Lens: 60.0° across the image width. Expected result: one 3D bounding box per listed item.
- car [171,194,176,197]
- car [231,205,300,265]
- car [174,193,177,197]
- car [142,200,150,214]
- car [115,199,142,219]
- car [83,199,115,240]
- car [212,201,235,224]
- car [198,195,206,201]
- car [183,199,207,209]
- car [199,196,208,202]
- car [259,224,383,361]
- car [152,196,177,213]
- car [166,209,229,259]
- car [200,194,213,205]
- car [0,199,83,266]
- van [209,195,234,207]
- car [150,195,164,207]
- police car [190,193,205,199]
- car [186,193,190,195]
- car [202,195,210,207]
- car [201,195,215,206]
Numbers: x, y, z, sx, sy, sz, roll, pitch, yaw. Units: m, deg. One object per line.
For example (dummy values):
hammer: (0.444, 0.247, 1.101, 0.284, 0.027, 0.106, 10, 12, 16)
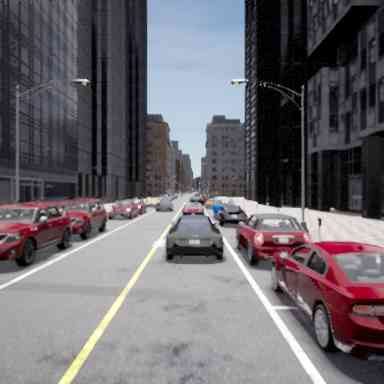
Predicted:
car: (-5.825, 1.679, 84.983, 1.802, 1.307, 4.206, 0, 0, 0)
car: (2.673, 1.439, 11.649, 1.967, 1.590, 4.097, 0, 0, 0)
car: (-5.823, 1.539, 90.625, 1.967, 1.590, 4.097, 0, 0, 0)
car: (-5.845, 1.453, 34.223, 1.967, 1.590, 4.097, 0, 0, 0)
car: (-5.847, 1.446, 28.585, 1.967, 1.590, 4.097, 0, 0, 0)
car: (-5.851, 1.314, 17.305, 2.192, 1.841, 5.009, 0, 0, 0)
car: (2.676, 1.566, 22.927, 1.947, 1.339, 4.313, 0, 0, 0)
car: (2.703, 1.538, 90.596, 1.967, 1.590, 4.097, 0, 0, 0)
car: (0.105, 1.608, 30.222, 1.895, 1.301, 4.718, 0, 0, 0)
car: (2.699, 1.644, 79.318, 2.008, 1.369, 4.403, 0, 0, 0)
car: (2.670, 1.544, 6.010, 1.887, 1.381, 4.507, 0, 0, 0)
car: (-3.081, 1.544, 38.135, 1.812, 1.442, 4.674, 0, 0, 0)
car: (0.090, 1.564, 12.618, 1.994, 1.385, 4.181, 0, 0, 0)
car: (2.691, 1.387, 62.399, 2.192, 1.841, 5.009, 0, 0, 0)
car: (-5.853, 1.314, 11.666, 2.192, 1.841, 5.009, 0, 0, 0)
van: (2.677, 1.346, 28.566, 1.690, 1.788, 3.998, 0, 0, 0)
car: (-5.846, 1.573, 50.939, 1.752, 1.417, 4.829, 0, 0, 1)
police car: (0.780, 1.482, 56.350, 1.930, 1.638, 5.238, -1, 0, 1)
car: (0.566, 1.557, 66.131, 1.882, 1.535, 5.008, 0, 0, -8)
car: (2.685, 1.561, 45.690, 1.752, 1.417, 4.829, 0, 0, 1)
car: (2.689, 1.376, 56.759, 2.192, 1.841, 5.009, 0, 0, 0)
